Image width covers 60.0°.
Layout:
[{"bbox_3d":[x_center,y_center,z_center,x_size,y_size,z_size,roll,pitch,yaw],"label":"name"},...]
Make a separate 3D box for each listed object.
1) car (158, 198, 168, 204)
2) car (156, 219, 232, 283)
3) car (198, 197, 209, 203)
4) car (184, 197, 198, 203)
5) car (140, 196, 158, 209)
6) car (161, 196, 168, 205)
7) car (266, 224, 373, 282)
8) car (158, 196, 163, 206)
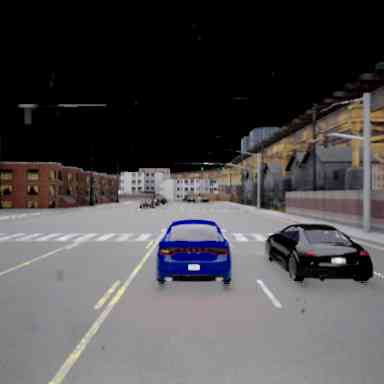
[{"bbox_3d":[-7.149,2.193,83.465,2.033,1.411,5.357,0,0,0],"label":"car"},{"bbox_3d":[0.054,1.557,9.979,1.882,1.535,5.008,0,0,0],"label":"car"},{"bbox_3d":[3.318,2.152,86.963,1.882,1.535,5.008,0,0,-3],"label":"car"},{"bbox_3d":[-0.170,2.019,86.069,2.097,1.767,4.553,0,0,-3],"label":"car"},{"bbox_3d":[-7.180,1.775,53.927,2.097,1.767,4.553,0,0,0],"label":"car"},{"bbox_3d":[-7.129,1.797,72.961,2.150,2.045,5.566,0,0,0],"label":"car"},{"bbox_3d":[3.555,1.644,10.044,1.994,1.385,4.181,0,0,0],"label":"car"},{"bbox_3d":[-7.163,2.017,62.725,1.812,1.442,4.674,0,0,0],"label":"car"}]
